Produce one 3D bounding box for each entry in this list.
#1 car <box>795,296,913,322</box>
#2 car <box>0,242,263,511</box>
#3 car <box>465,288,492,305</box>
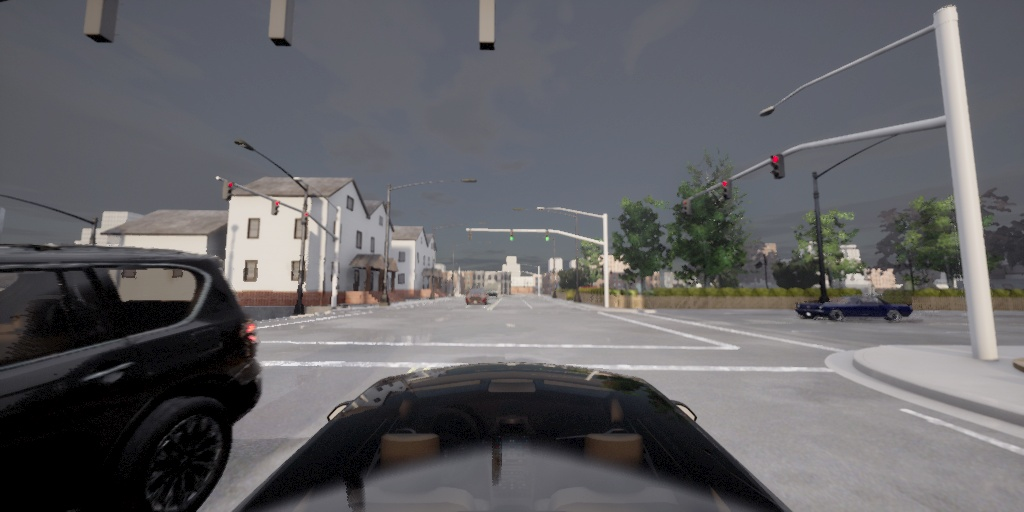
[{"bbox_3d":[18.005,2.794,19.090,4.718,1.301,1.895,0,-5,1],"label":"car"},{"bbox_3d":[-3.492,0.939,1.172,2.150,2.045,5.566,0,0,0],"label":"car"},{"bbox_3d":[-3.556,4.099,37.026,2.097,1.767,4.553,0,-6,0],"label":"car"}]
